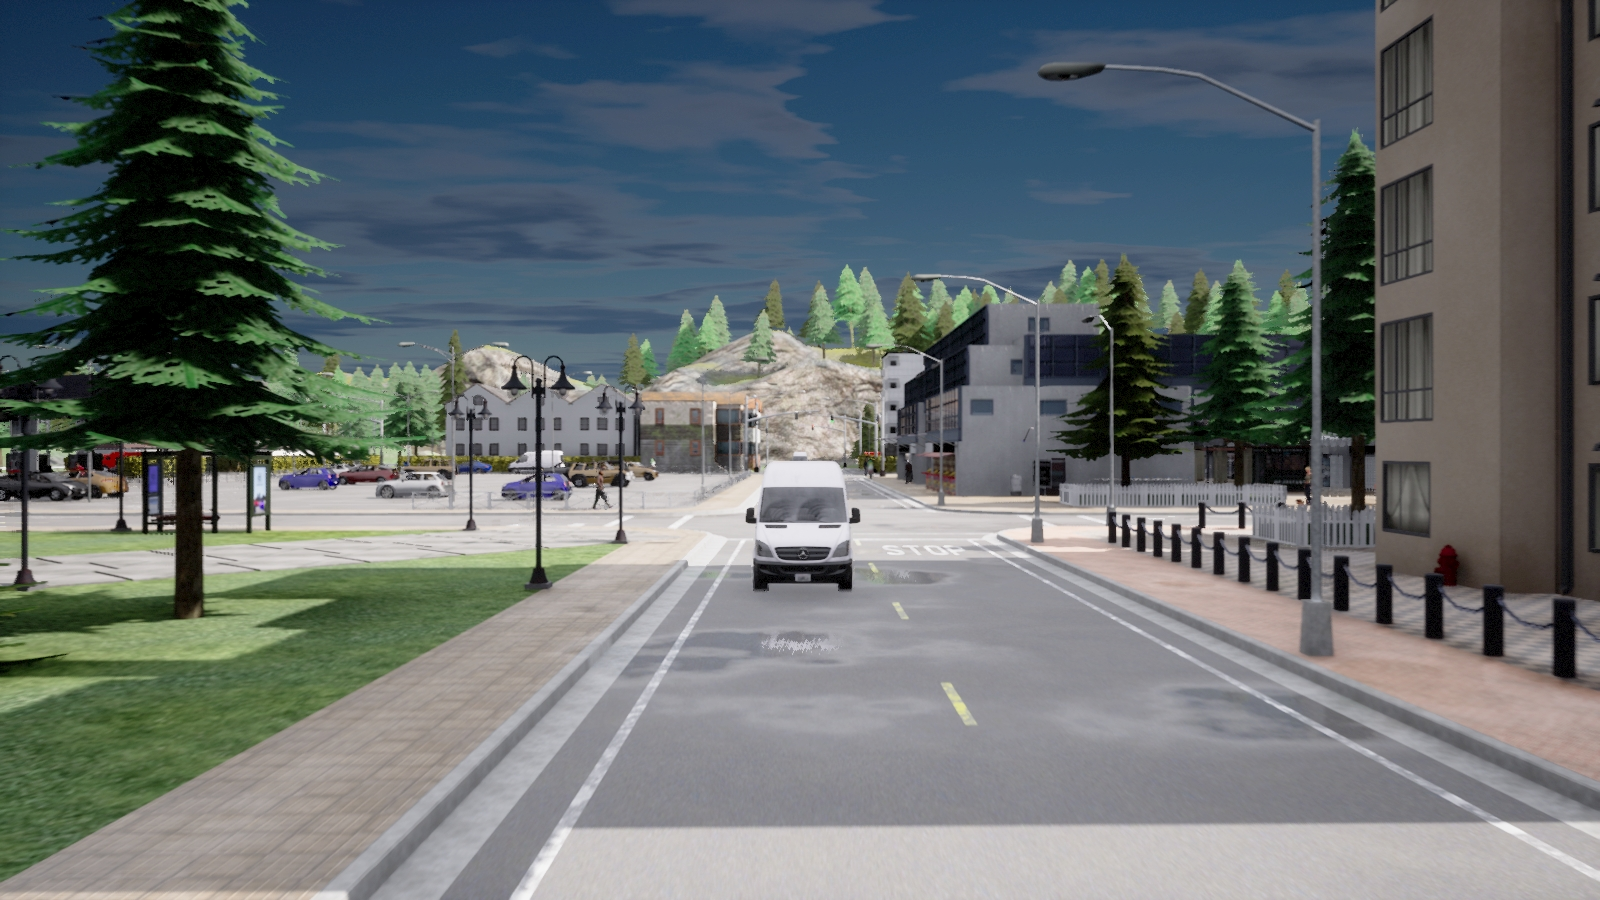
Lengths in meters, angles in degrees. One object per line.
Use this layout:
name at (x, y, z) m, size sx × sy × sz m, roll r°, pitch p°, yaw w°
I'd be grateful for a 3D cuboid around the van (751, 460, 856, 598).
van at (0.085, 1.515, 24.540) m, size 1.988 × 2.561 × 5.915 m, roll 0°, pitch 0°, yaw 0°

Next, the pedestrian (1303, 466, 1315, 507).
pedestrian at (23.579, 1.685, 52.949) m, size 0.375 × 1.860 × 0.375 m, roll 0°, pitch 0°, yaw -9°

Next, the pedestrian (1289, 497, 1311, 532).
pedestrian at (16.153, 2.070, 36.891) m, size 0.500 × 1.100 × 0.500 m, roll 0°, pitch 0°, yaw 3°

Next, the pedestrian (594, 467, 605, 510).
pedestrian at (-8.800, 1.692, 50.101) m, size 0.375 × 1.860 × 0.375 m, roll 0°, pitch 0°, yaw 6°
